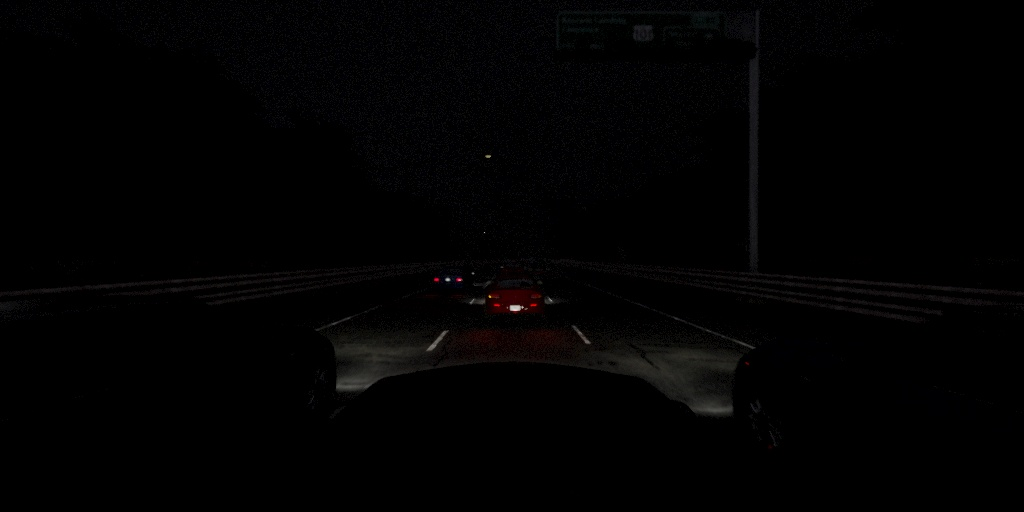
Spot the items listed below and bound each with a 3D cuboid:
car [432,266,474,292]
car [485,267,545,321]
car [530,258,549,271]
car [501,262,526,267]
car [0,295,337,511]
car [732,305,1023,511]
[{"bbox_3d":[-3.399,1.310,21.492,2.033,1.411,5.357,0,0,0],"label":"car"},{"bbox_3d":[0.084,1.276,12.246,1.812,1.442,4.674,0,0,0],"label":"car"},{"bbox_3d":[3.851,1.344,52.030,2.128,1.511,4.902,0,0,2],"label":"car"},{"bbox_3d":[0.117,1.258,29.282,1.882,1.535,5.008,0,0,0],"label":"car"},{"bbox_3d":[-3.400,1.101,2.976,2.097,1.767,4.553,0,0,0],"label":"car"},{"bbox_3d":[3.500,1.072,2.121,2.097,1.767,4.553,0,0,0],"label":"car"}]
